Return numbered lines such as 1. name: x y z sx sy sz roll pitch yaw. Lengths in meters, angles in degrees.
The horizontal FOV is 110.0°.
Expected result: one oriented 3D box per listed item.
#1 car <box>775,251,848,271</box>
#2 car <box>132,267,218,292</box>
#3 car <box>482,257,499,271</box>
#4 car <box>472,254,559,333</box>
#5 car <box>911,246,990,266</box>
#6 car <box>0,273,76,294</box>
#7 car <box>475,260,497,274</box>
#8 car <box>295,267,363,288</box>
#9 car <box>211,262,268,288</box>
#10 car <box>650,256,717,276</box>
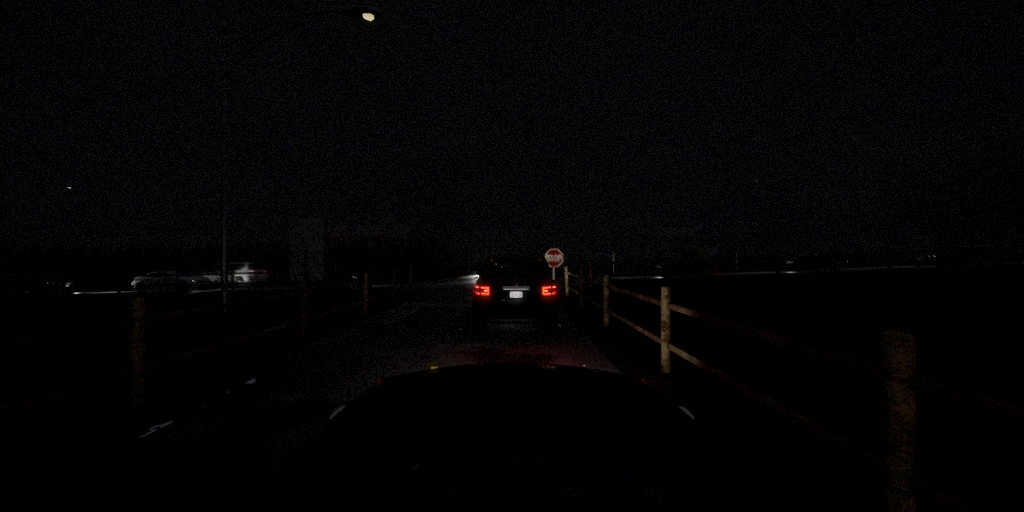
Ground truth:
1. car: 23.995 0.382 28.857 5.008 1.535 1.882 -2 -2 0
2. car: -24.406 1.781 25.766 4.674 1.442 1.812 -1 -2 0
3. car: -2.941 1.070 50.424 2.097 1.767 4.553 0 0 0
4. car: 0.060 0.975 10.883 2.150 2.045 5.566 0 0 -1
5. car: 35.209 -0.041 28.882 4.902 1.511 2.128 -2 -2 0
6. car: -34.431 1.951 25.749 4.902 1.511 2.128 -1 -2 0
7. car: -2.936 1.220 41.218 2.128 1.511 4.902 0 0 0
8. car: -13.034 1.535 25.794 4.674 1.442 1.812 -1 -2 0
9. car: -22.759 1.553 28.731 5.566 2.045 2.150 -1 -2 0
10. car: 13.674 0.776 28.802 5.008 1.535 1.882 -2 -2 -1
